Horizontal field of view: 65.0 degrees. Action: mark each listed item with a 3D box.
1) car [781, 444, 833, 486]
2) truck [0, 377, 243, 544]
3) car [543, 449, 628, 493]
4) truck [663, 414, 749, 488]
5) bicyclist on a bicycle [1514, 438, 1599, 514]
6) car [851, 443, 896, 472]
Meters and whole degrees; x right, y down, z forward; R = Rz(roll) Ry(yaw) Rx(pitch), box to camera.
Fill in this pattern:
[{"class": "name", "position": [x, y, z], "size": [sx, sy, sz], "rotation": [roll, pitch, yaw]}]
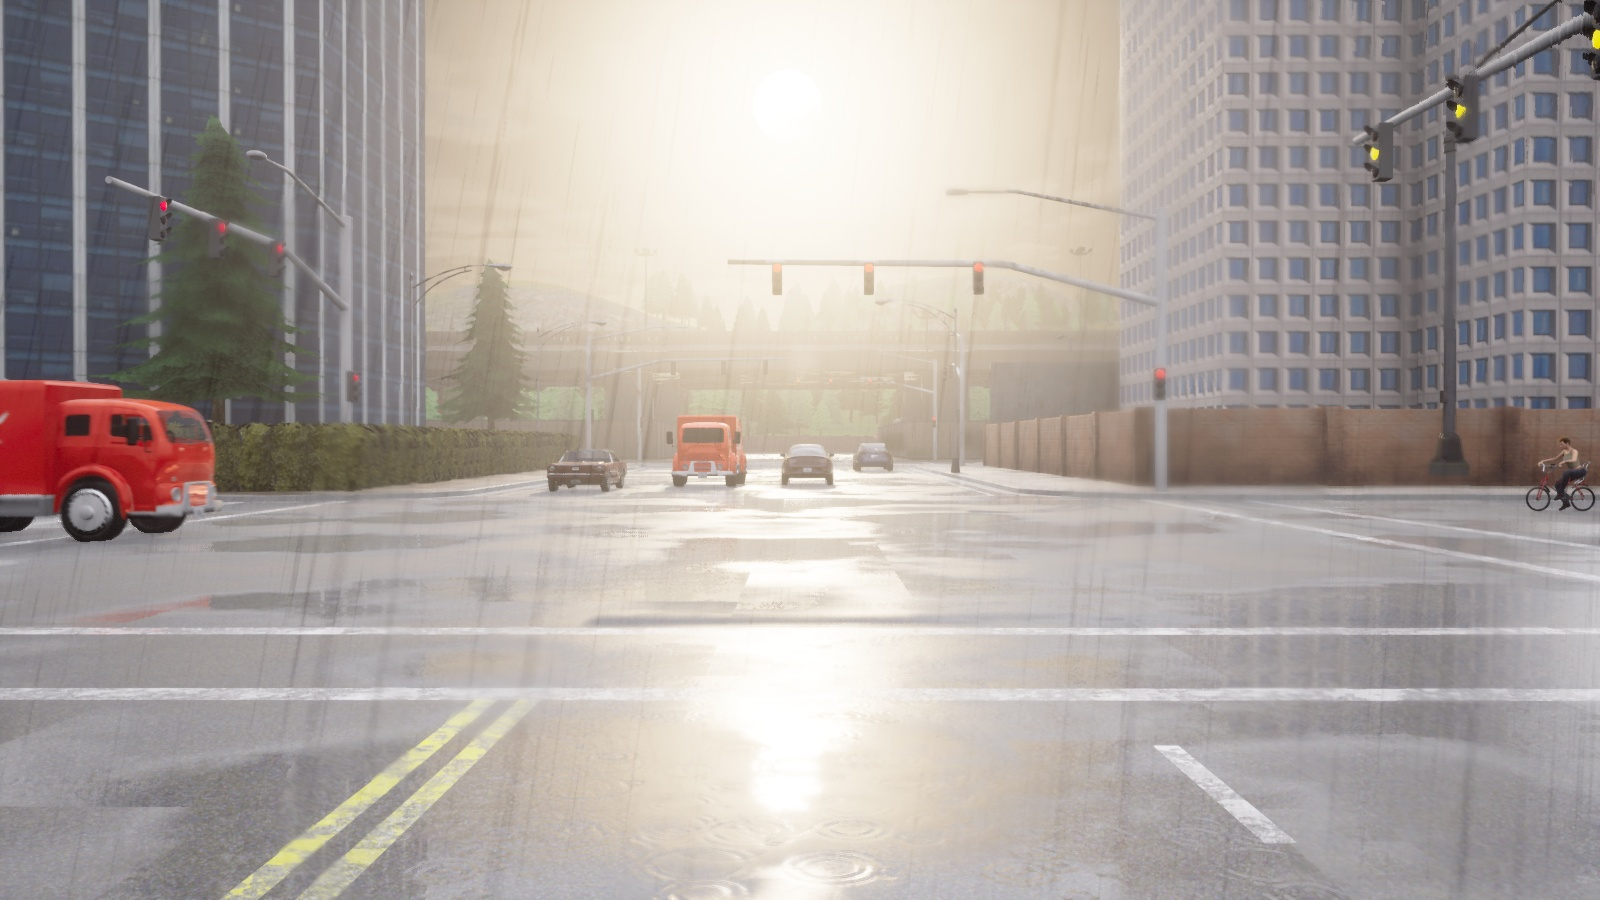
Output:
[{"class": "car", "position": [0.266, 0.512, 46.042], "size": [1.812, 1.442, 4.674], "rotation": [0, 0, 0]}, {"class": "truck", "position": [-12.033, 0.138, 19.922], "size": [5.204, 2.467, 2.627], "rotation": [0, 1, 1]}, {"class": "car", "position": [-6.769, 0.615, 40.157], "size": [1.895, 1.301, 4.718], "rotation": [0, 0, 0]}, {"class": "truck", "position": [-3.246, 0.006, 44.496], "size": [2.627, 2.467, 5.204], "rotation": [0, 0, 0]}, {"class": "bicyclist on a bicycle", "position": [16.392, 0.543, 27.066], "size": [1.509, 1.612, 0.866], "rotation": [0, 0, 0]}, {"class": "car", "position": [3.876, 0.370, 67.134], "size": [2.163, 1.488, 4.792], "rotation": [0, 0, 0]}]
